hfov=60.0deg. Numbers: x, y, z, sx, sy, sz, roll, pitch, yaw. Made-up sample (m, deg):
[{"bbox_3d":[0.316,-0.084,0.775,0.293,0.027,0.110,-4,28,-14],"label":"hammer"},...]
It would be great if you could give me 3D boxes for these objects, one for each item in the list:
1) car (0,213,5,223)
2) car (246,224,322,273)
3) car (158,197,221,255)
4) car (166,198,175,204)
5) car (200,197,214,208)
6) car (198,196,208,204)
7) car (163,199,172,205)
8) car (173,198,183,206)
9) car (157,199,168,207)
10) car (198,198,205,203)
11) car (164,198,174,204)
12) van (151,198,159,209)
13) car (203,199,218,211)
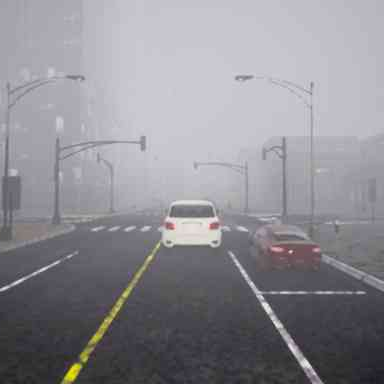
[{"bbox_3d":[-17.432,1.910,26.909,4.206,1.307,1.802,-1,-1,1],"label":"car"},{"bbox_3d":[2.824,1.684,10.788,1.802,1.307,4.206,1,-1,0],"label":"car"},{"bbox_3d":[-0.002,1.348,14.018,2.150,2.045,5.566,0,0,0],"label":"car"},{"bbox_3d":[-5.701,2.367,88.424,1.947,1.339,4.313,1,-1,0],"label":"car"},{"bbox_3d":[2.691,1.863,60.099,2.192,1.841,5.009,1,-1,0],"label":"car"},{"bbox_3d":[2.685,2.066,82.794,2.192,1.841,5.009,1,-1,0],"label":"car"},{"bbox_3d":[-5.698,2.282,77.077,1.802,1.307,4.206,1,-1,0],"label":"car"},{"bbox_3d":[-3.021,2.198,74.064,2.128,1.511,4.902,0,-1,0],"label":"car"},{"bbox_3d":[-5.694,2.122,65.560,1.752,1.417,4.829,1,-1,0],"label":"car"},{"bbox_3d":[2.677,2.418,94.139,1.947,1.339,4.313,1,-1,0],"label":"car"},{"bbox_3d":[-5.700,2.316,82.751,1.947,1.339,4.313,1,-1,0],"label":"car"},{"bbox_3d":[-5.688,1.838,54.384,1.690,1.788,3.998,1,-1,0],"label":"van"},{"bbox_3d":[2.692,1.886,48.750,1.967,1.590,4.097,1,-1,0],"label":"car"}]
